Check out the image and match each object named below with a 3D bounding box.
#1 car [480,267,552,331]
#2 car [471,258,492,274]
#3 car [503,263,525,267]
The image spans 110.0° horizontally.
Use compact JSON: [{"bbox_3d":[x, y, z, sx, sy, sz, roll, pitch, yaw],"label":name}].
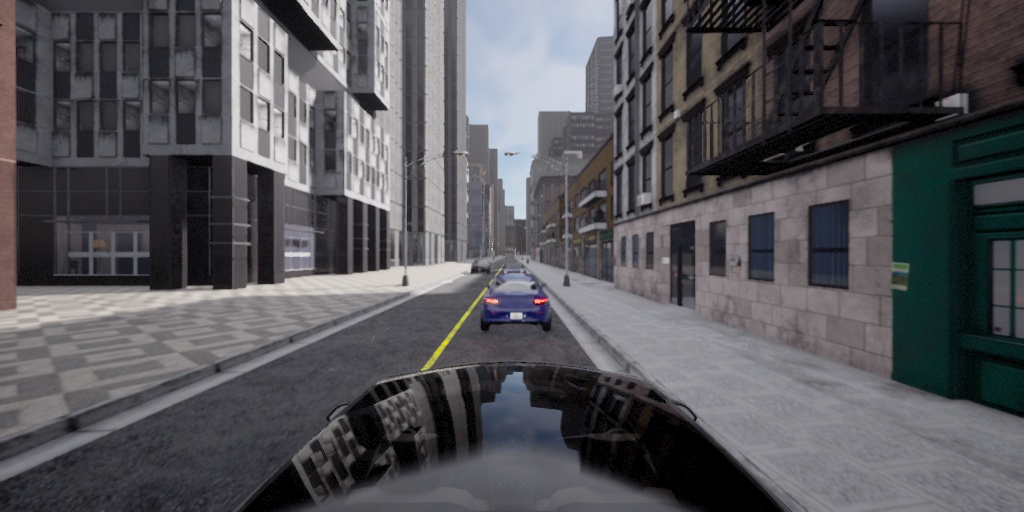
[{"bbox_3d":[0.100,1.220,10.663,1.812,1.442,4.674,0,0,0],"label":"car"},{"bbox_3d":[-3.092,1.027,36.699,1.882,1.535,5.008,0,0,0],"label":"car"},{"bbox_3d":[0.106,1.195,28.408,1.895,1.301,4.718,0,0,-1],"label":"car"}]
